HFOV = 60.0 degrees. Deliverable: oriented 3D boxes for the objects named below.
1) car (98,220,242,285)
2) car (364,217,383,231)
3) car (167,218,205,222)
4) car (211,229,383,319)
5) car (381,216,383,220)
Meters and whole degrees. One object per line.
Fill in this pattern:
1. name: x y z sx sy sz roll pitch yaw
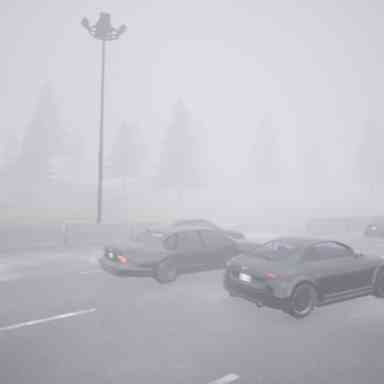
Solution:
1. car: -0.003 1.752 10.109 5.357 1.411 2.033 1 -2 -33
2. car: 12.248 2.044 19.505 4.181 1.385 1.994 0 -1 -18
3. car: 0.195 1.838 14.252 4.674 1.442 1.812 1 -2 -29
4. car: 2.784 1.716 7.690 4.181 1.385 1.994 1 -2 -31
5. car: 12.237 1.614 15.856 5.566 2.045 2.150 0 -1 -18
